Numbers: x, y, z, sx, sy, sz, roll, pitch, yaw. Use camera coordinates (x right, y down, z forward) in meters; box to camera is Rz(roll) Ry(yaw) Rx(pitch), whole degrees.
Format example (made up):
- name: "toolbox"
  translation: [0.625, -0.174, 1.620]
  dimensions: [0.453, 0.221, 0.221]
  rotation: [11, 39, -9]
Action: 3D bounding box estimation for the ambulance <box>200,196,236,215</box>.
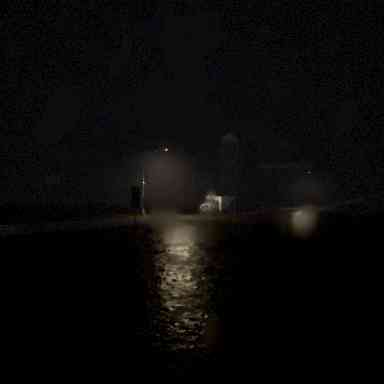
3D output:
- name: "ambulance"
  translation: [3.523, 1.795, 45.622]
  dimensions: [2.351, 2.431, 6.366]
  rotation: [1, -1, 36]
